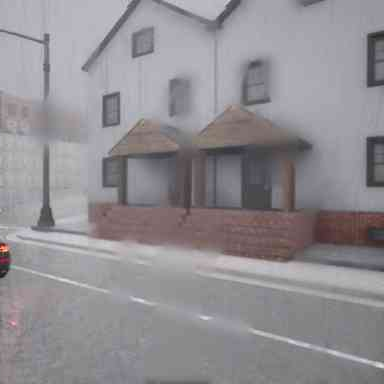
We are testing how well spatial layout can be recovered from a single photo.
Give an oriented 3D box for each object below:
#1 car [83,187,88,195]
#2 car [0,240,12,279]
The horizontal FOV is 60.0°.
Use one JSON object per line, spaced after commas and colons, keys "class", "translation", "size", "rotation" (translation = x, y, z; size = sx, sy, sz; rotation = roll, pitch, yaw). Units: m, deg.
{"class": "car", "translation": [-9.726, -0.667, 36.290], "size": [1.812, 1.442, 4.674], "rotation": [0, 13, 35]}
{"class": "car", "translation": [-6.413, 1.468, 8.534], "size": [4.674, 1.442, 1.812], "rotation": [0, 0, 36]}
